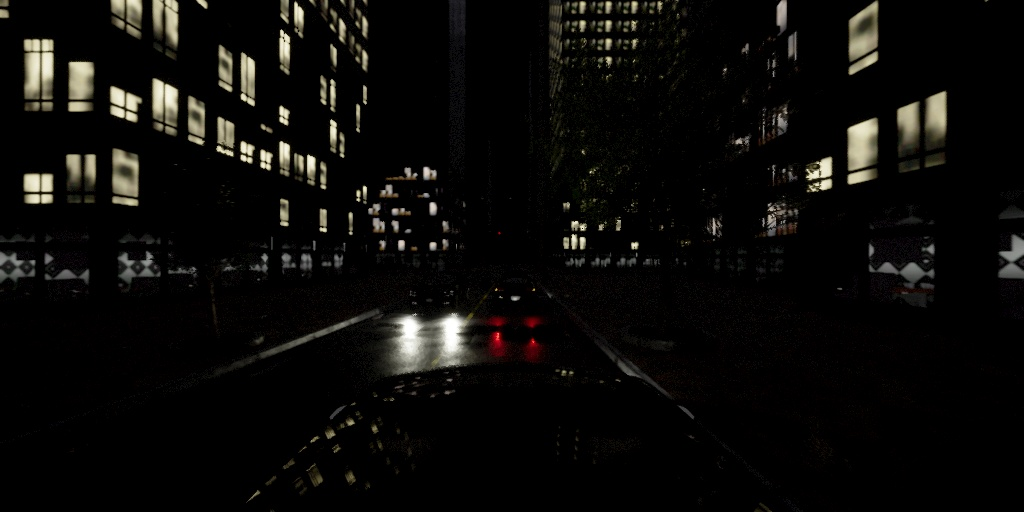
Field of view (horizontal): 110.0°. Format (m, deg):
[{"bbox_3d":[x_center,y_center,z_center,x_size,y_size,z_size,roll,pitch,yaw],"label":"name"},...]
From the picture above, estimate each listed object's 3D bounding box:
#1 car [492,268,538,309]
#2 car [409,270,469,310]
[{"bbox_3d":[0.128,1.445,15.797,1.812,1.442,4.674,0,-1,0],"label":"car"},{"bbox_3d":[-3.066,1.397,15.799,1.882,1.535,5.008,0,-1,0],"label":"car"}]
